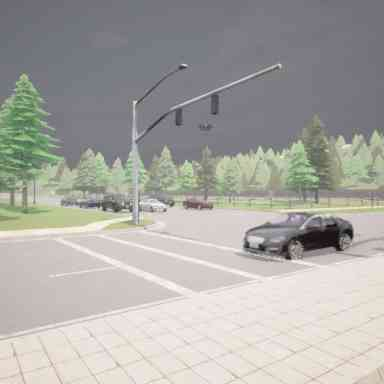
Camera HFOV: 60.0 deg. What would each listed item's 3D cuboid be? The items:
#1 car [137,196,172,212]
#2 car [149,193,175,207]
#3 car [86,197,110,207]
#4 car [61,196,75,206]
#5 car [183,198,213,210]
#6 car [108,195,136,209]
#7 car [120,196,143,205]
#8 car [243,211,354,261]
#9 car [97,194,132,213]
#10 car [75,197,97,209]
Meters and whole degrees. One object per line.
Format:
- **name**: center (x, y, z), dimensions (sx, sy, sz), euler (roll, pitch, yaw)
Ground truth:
- **car**: center (-4.637, 1.526, 38.424), dimensions (1.812, 1.442, 4.674), euler (0, 0, -35)
- **car**: center (-4.826, 1.221, 50.831), dimensions (2.150, 2.045, 5.566), euler (0, 0, -35)
- **car**: center (-15.147, 1.547, 53.353), dimensions (2.033, 1.411, 5.357), euler (0, 0, -35)
- **car**: center (-20.055, 1.505, 54.266), dimensions (1.837, 1.490, 4.892), euler (0, 0, -35)
- **car**: center (0.750, 1.478, 42.900), dimensions (1.882, 1.535, 5.008), euler (0, 0, -35)
- **car**: center (-9.691, 1.352, 45.582), dimensions (2.097, 1.767, 4.553), euler (0, 0, -35)
- **car**: center (-10.950, 1.547, 59.594), dimensions (2.033, 1.411, 5.357), euler (0, 0, -35)
- **car**: center (4.046, 1.491, 12.332), dimensions (4.902, 1.511, 2.128), euler (0, 0, -35)
- **car**: center (-8.506, 1.221, 37.825), dimensions (2.150, 2.045, 5.566), euler (0, 0, -36)
- **car**: center (-14.132, 1.601, 45.813), dimensions (1.895, 1.301, 4.718), euler (0, 0, -35)
